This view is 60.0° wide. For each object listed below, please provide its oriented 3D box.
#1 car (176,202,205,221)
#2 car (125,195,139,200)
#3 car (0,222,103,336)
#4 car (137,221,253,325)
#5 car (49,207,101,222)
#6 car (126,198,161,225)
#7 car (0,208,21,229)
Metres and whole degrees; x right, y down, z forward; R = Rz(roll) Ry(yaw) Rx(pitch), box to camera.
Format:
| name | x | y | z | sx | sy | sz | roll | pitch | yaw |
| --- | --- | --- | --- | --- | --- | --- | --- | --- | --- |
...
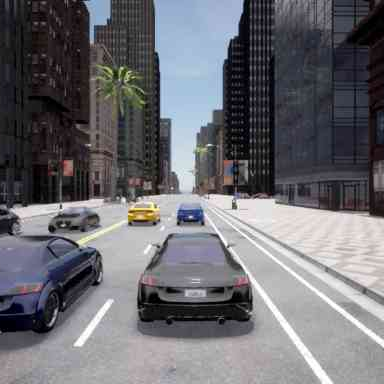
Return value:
| name | x | y | z | sx | sy | sz | roll | pitch | yaw |
| --- | --- | --- | --- | --- | --- | --- | --- | --- | --- |
| car | -0.110 | 1.477 | 24.034 | 1.882 | 1.535 | 5.008 | 0 | 0 | -1 |
| car | -10.253 | 1.201 | 57.115 | 1.882 | 1.535 | 5.008 | 0 | 0 | -1 |
| car | -3.210 | 1.563 | 6.778 | 1.994 | 1.385 | 4.181 | 0 | 0 | 0 |
| car | 0.036 | 1.563 | 7.230 | 1.994 | 1.385 | 4.181 | 0 | 0 | 0 |
| car | -6.772 | 1.563 | 19.467 | 1.994 | 1.385 | 4.181 | 0 | 0 | -1 |
| car | -3.361 | 1.477 | 24.008 | 1.882 | 1.535 | 5.008 | 0 | 0 | 0 |
| car | -9.989 | 1.504 | 15.734 | 1.837 | 1.490 | 4.892 | 0 | 0 | -1 |
